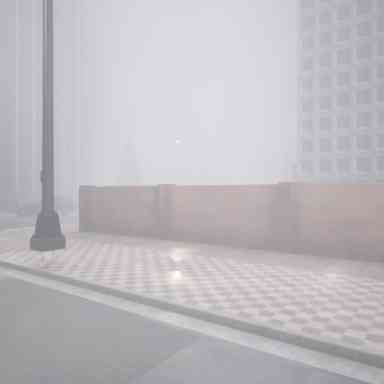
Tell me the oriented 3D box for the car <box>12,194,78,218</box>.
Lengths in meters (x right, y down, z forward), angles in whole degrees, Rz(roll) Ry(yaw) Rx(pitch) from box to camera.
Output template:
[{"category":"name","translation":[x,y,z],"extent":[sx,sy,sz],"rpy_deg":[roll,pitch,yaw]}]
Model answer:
[{"category":"car","translation":[-13.752,1.218,31.135],"extent":[2.150,2.045,5.566],"rpy_deg":[0,0,35]}]

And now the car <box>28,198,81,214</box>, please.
[{"category":"car","translation":[-14.711,1.473,35.855],"extent":[1.882,1.535,5.008],"rpy_deg":[0,0,35]}]
